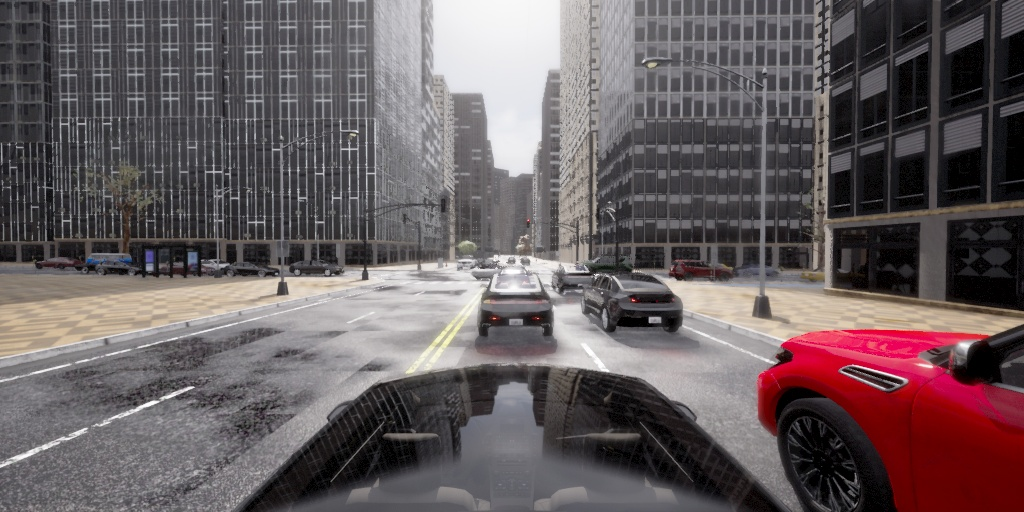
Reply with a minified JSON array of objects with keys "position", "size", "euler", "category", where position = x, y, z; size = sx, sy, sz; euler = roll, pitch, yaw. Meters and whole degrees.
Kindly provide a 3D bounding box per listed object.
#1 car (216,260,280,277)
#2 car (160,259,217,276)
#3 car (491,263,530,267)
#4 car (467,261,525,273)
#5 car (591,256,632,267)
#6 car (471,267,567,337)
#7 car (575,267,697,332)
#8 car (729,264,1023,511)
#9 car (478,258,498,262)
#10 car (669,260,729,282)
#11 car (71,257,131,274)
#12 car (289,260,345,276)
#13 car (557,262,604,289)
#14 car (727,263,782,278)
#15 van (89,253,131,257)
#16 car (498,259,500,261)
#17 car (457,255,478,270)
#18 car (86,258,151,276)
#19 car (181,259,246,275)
[{"position":[-22.760,1.173,31.394],"size":[4.313,1.339,1.948],"euler":[0,0,1],"category":"car"},{"position":[-28.445,1.138,31.522],"size":[4.207,1.307,1.802],"euler":[0,0,1],"category":"car"},{"position":[0.083,1.288,20.038],"size":[2.033,1.411,5.357],"euler":[0,0,0],"category":"car"},{"position":[-1.286,1.401,30.905],"size":[1.895,1.301,4.718],"euler":[1,1,38],"category":"car"},{"position":[9.444,1.023,36.779],"size":[5.566,2.045,2.150],"euler":[1,1,1],"category":"car"},{"position":[0.091,1.238,10.303],"size":[2.128,1.511,4.902],"euler":[0,0,0],"category":"car"},{"position":[3.340,1.251,10.798],"size":[1.837,1.490,4.892],"euler":[0,0,0],"category":"car"},{"position":[3.348,0.972,0.934],"size":[2.150,2.045,5.566],"euler":[0,0,0],"category":"car"},{"position":[-3.388,1.192,52.077],"size":[1.882,1.535,5.008],"euler":[0,0,0],"category":"car"},{"position":[16.165,1.269,30.904],"size":[5.009,1.841,2.192],"euler":[0,0,1],"category":"car"},{"position":[-38.615,1.020,34.416],"size":[4.718,1.301,1.895],"euler":[1,1,1],"category":"car"},{"position":[-18.439,1.108,34.000],"size":[4.892,1.490,1.837],"euler":[1,1,2],"category":"car"},{"position":[3.333,1.232,20.046],"size":[2.128,1.511,4.902],"euler":[0,0,0],"category":"car"},{"position":[24.636,1.499,36.544],"size":[4.181,1.385,1.994],"euler":[0,1,1],"category":"car"},{"position":[-45.325,0.604,40.339],"size":[3.998,1.789,1.690],"euler":[0,0,1],"category":"van"},{"position":[-3.390,1.267,61.663],"size":[1.994,1.385,4.181],"euler":[0,0,0],"category":"car"},{"position":[-6.638,0.935,52.526],"size":[2.150,2.045,5.566],"euler":[0,0,0],"category":"car"},{"position":[-34.125,1.069,31.690],"size":[4.313,1.339,1.948],"euler":[0,0,1],"category":"car"},{"position":[-28.393,1.038,34.210],"size":[4.674,1.442,1.812],"euler":[1,1,1],"category":"car"}]
